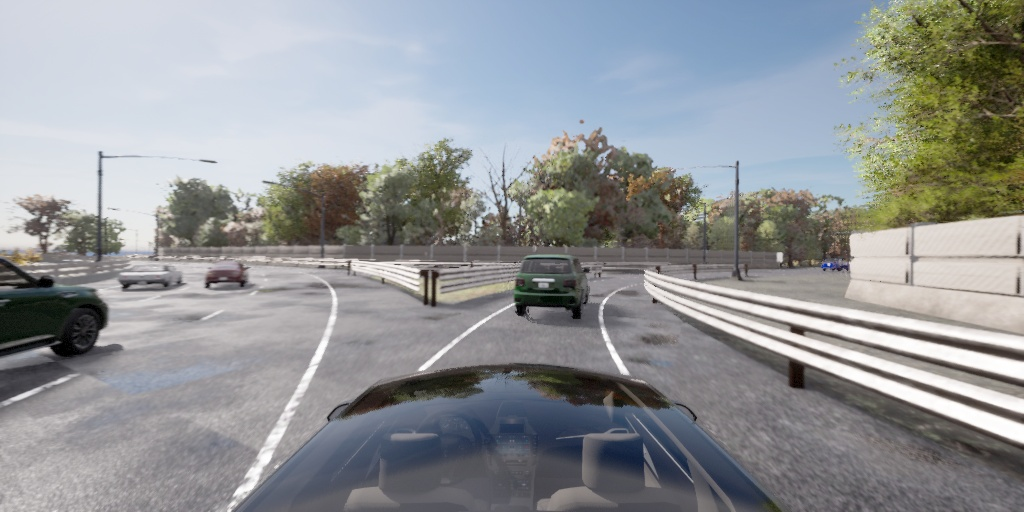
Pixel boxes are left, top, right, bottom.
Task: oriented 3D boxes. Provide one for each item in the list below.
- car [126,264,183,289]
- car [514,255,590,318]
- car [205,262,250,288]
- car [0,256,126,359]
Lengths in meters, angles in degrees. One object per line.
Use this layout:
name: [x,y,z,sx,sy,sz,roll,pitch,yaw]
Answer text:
car: [-20.771,1.120,20.849,1.895,1.301,4.718,1,0,-33]
car: [1.632,0.976,13.357,2.150,2.045,5.566,0,0,15]
car: [-17.221,1.080,21.809,1.812,1.442,4.674,1,0,-32]
car: [-8.650,0.880,4.950,2.150,2.045,5.566,1,0,-20]
